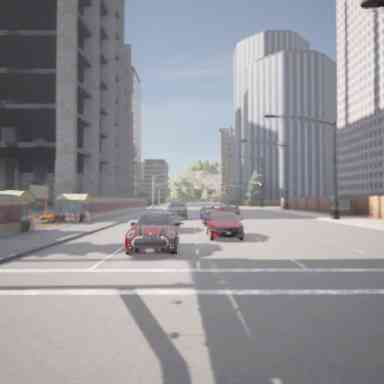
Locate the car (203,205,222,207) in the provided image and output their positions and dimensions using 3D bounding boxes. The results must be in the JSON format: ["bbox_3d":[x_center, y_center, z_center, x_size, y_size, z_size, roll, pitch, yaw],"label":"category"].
[{"bbox_3d":[1.982,2.384,39.544,2.128,1.511,4.902,0,-1,0],"label":"car"}]

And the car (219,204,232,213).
[{"bbox_3d":[5.602,2.793,56.499,1.812,1.442,4.674,0,-1,0],"label":"car"}]

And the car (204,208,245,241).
[{"bbox_3d":[1.918,1.926,19.823,1.882,1.535,5.008,0,-1,0],"label":"car"}]

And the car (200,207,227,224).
[{"bbox_3d":[1.942,2.262,29.274,1.895,1.301,4.718,0,-1,0],"label":"car"}]

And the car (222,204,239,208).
[{"bbox_3d":[5.627,2.523,46.086,2.128,1.511,4.902,0,-1,1],"label":"car"}]

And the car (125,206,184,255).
[{"bbox_3d":[-1.592,1.699,14.935,2.097,1.767,4.553,0,-1,0],"label":"car"}]

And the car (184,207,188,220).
[{"bbox_3d":[-1.572,2.108,24.401,2.033,1.411,5.357,0,-1,0],"label":"car"}]

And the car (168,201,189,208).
[{"bbox_3d":[-1.525,2.098,38.392,2.150,2.045,5.566,0,-1,0],"label":"car"}]
